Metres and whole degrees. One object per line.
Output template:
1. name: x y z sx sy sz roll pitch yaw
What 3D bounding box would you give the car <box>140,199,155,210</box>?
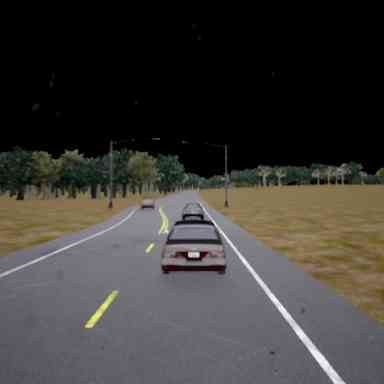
1. car: -6.274 1.713 47.128 1.882 1.535 5.008 0 0 -5

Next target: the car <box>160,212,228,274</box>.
1. car: 0.062 1.610 10.726 2.033 1.411 5.357 0 0 0

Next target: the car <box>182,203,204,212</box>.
1. car: 0.085 1.743 31.367 1.994 1.385 4.181 0 0 0
